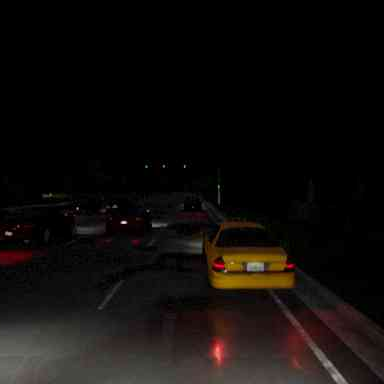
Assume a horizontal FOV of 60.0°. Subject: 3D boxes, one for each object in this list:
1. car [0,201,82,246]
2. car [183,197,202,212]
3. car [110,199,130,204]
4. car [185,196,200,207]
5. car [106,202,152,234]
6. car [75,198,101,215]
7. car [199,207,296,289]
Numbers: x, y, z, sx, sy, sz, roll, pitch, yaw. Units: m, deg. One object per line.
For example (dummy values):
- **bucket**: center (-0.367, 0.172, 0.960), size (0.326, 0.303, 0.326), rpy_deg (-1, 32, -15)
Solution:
- **car**: center (-6.896, 1.413, 15.054), size (1.882, 1.535, 5.008), rpy_deg (0, 0, 0)
- **car**: center (0.083, 1.336, 36.025), size (2.128, 1.511, 4.902), rpy_deg (0, 0, 0)
- **car**: center (-6.891, 1.410, 32.324), size (2.033, 1.411, 5.357), rpy_deg (0, 0, 0)
- **car**: center (0.067, 1.363, 47.187), size (1.994, 1.385, 4.181), rpy_deg (0, 0, 1)
- **car**: center (-3.394, 1.485, 18.566), size (1.994, 1.385, 4.181), rpy_deg (0, 0, 0)
- **car**: center (-10.390, 1.339, 32.678), size (1.882, 1.535, 5.008), rpy_deg (0, 0, 0)
- **car**: center (1.228, 1.417, 9.006), size (1.801, 1.575, 5.366), rpy_deg (0, 0, 0)
